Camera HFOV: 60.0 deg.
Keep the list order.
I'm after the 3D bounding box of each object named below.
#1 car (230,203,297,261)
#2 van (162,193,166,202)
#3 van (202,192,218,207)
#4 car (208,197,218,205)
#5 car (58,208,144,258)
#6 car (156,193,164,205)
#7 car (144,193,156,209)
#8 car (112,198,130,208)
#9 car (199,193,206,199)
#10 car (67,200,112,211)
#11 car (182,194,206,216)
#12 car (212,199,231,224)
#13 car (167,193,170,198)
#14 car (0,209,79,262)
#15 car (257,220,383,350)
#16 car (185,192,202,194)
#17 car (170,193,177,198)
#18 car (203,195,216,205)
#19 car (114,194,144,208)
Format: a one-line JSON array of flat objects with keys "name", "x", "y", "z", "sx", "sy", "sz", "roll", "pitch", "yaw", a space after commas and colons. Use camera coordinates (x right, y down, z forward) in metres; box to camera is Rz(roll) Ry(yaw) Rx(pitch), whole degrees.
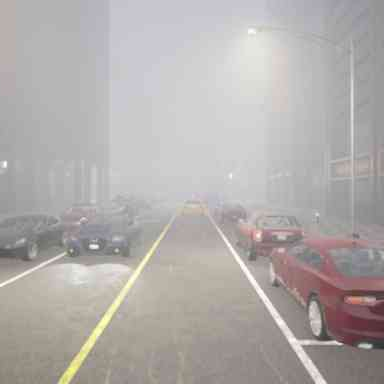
[{"name": "car", "x": 2.686, "y": 1.370, "z": 11.887, "sx": 1.967, "sy": 1.590, "sz": 4.097, "roll": 1, "pitch": 0, "yaw": 0}, {"name": "van", "x": -5.807, "y": 0.998, "z": 56.878, "sx": 1.690, "sy": 1.788, "sz": 3.998, "roll": 1, "pitch": 0, "yaw": 0}, {"name": "van", "x": 2.711, "y": 1.067, "z": 45.633, "sx": 1.690, "sy": 1.788, "sz": 3.998, "roll": 1, "pitch": 0, "yaw": 0}, {"name": "car", "x": 2.697, "y": 1.379, "z": 28.761, "sx": 2.008, "sy": 1.369, "sz": 4.403, "roll": 1, "pitch": 0, "yaw": 0}, {"name": "car", "x": -3.010, "y": 1.492, "z": 12.281, "sx": 1.994, "sy": 1.385, "sz": 4.181, "roll": 0, "pitch": 0, "yaw": 1}, {"name": "car", "x": -5.814, "y": 1.273, "z": 51.255, "sx": 1.802, "sy": 1.307, "sz": 4.206, "roll": 1, "pitch": 0, "yaw": 0}, {"name": "car", "x": -5.819, "y": 1.200, "z": 40.006, "sx": 1.967, "sy": 1.590, "sz": 4.097, "roll": 1, "pitch": 0, "yaw": 0}, {"name": "car", "x": -5.833, "y": 1.389, "z": 22.964, "sx": 1.752, "sy": 1.417, "sz": 4.829, "roll": 1, "pitch": 0, "yaw": 0}, {"name": "car", "x": 2.739, "y": 1.042, "z": 89.490, "sx": 1.802, "sy": 1.307, "sz": 4.206, "roll": 1, "pitch": 0, "yaw": 0}, {"name": "car", "x": -5.835, "y": 1.336, "z": 17.509, "sx": 1.967, "sy": 1.590, "sz": 4.097, "roll": 1, "pitch": 0, "yaw": 0}, {"name": "car", "x": 0.095, "y": 1.278, "z": 29.924, "sx": 1.801, "sy": 1.575, "sz": 5.366, "roll": 0, "pitch": 0, "yaw": 0}, {"name": "car", "x": 2.693, "y": 1.407, "z": 23.136, "sx": 1.887, "sy": 1.381, "sz": 4.507, "roll": 1, "pitch": 0, "yaw": 0}, {"name": "car", "x": -5.805, "y": 1.167, "z": 62.504, "sx": 1.887, "sy": 1.381, "sz": 4.507, "roll": 1, "pitch": 0, "yaw": 0}, {"name": "car", "x": -5.841, "y": 1.495, "z": 11.886, "sx": 1.947, "sy": 1.339, "sz": 4.313, "roll": 1, "pitch": 0, "yaw": 0}, {"name": "car", "x": 2.681, "y": 1.507, "z": 6.263, "sx": 1.887, "sy": 1.381, "sz": 4.507, "roll": 1, "pitch": 0, "yaw": 0}, {"name": "car", "x": 0.042, "y": 1.199, "z": 50.607, "sx": 2.163, "sy": 1.488, "sz": 4.792, "roll": 0, "pitch": 0, "yaw": 0}, {"name": "car", "x": -5.787, "y": 1.042, "z": 89.487, "sx": 1.802, "sy": 1.307, "sz": 4.206, "roll": 1, "pitch": 0, "yaw": 0}, {"name": "car", "x": 2.713, "y": 1.215, "z": 51.428, "sx": 1.752, "sy": 1.417, "sz": 4.829, "roll": 1, "pitch": 0, "yaw": 0}, {"name": "car", "x": -5.826, "y": 1.144, "z": 28.757, "sx": 2.192, "sy": 1.841, "sz": 5.009, "roll": 1, "pitch": 0, "yaw": 0}]
